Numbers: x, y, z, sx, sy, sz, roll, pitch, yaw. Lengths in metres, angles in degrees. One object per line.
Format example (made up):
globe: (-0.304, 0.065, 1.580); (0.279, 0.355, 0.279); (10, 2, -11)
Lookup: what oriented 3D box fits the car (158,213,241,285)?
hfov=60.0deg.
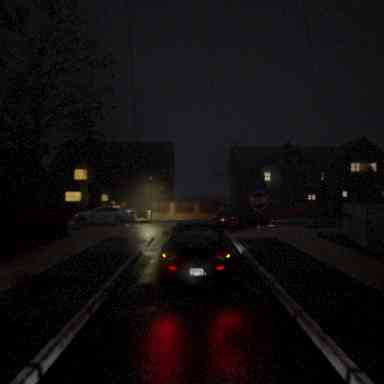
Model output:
car: (0.100, 1.564, 9.485); (1.812, 1.442, 4.674); (0, 0, 0)

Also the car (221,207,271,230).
car: (3.219, 1.615, 21.059); (1.994, 1.385, 4.181); (-2, -2, 44)

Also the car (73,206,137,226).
car: (-6.596, 1.769, 25.317); (4.674, 1.442, 1.812); (-1, -2, 1)

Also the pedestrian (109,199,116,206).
pedestrian: (-6.726, 1.470, 28.240); (0.375, 1.860, 0.375); (0, -1, 1)
